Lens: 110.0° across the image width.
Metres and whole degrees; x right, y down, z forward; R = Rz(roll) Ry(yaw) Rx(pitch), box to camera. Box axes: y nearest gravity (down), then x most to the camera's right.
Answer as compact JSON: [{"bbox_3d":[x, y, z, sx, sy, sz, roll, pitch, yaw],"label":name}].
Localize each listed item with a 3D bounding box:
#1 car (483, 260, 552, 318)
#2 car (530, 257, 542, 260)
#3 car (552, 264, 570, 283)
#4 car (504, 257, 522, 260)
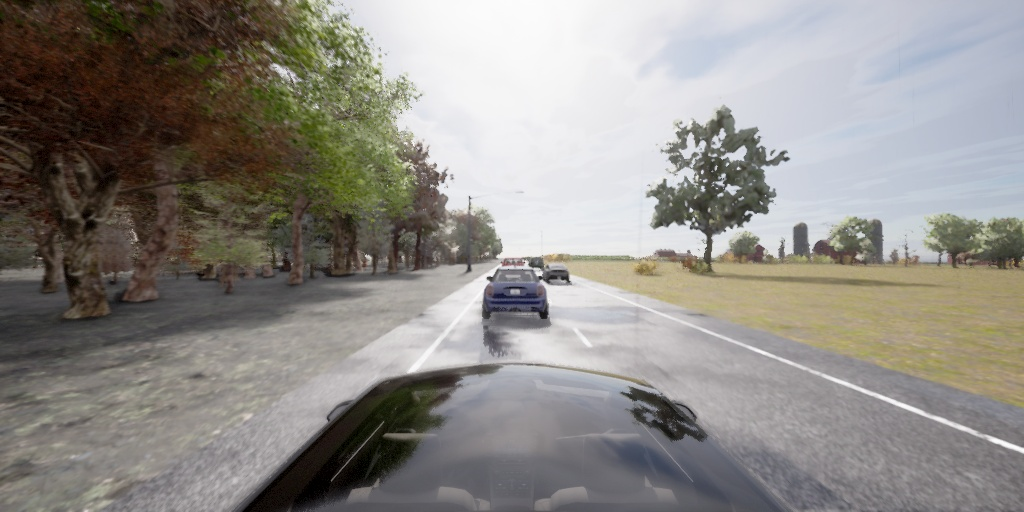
[{"bbox_3d":[0.101,1.151,13.321,2.097,1.767,4.553,0,0,0],"label":"car"},{"bbox_3d":[3.603,1.182,54.518,2.150,2.045,5.566,0,0,0],"label":"car"},{"bbox_3d":[3.586,1.374,29.514,1.837,1.490,4.892,0,0,0],"label":"car"},{"bbox_3d":[0.103,1.110,34.223,2.150,2.045,5.566,0,0,0],"label":"car"}]
